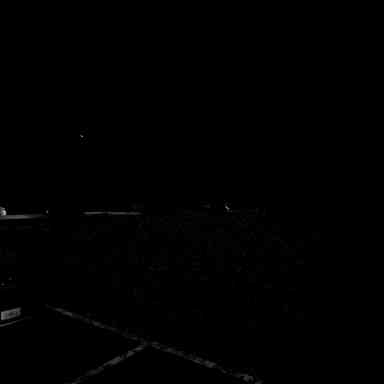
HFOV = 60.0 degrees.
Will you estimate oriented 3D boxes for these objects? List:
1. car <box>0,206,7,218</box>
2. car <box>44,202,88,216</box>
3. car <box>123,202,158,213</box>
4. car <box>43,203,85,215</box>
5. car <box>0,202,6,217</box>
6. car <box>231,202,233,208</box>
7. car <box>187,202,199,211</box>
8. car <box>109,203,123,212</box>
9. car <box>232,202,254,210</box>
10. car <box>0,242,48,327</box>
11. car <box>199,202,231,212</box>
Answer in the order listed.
[{"bbox_3d":[-19.886,1.817,31.039,1.812,1.442,4.674,0,-1,36],"label":"car"},{"bbox_3d":[-14.462,1.956,38.542,2.128,1.511,4.902,0,-1,36],"label":"car"},{"bbox_3d":[-7.166,2.178,48.566,1.882,1.535,5.008,0,-1,36],"label":"car"},{"bbox_3d":[-16.028,2.106,41.915,1.895,1.301,4.718,0,-1,36],"label":"car"},{"bbox_3d":[-21.914,1.822,33.810,1.837,1.490,4.892,0,-1,36],"label":"car"},{"bbox_3d":[7.034,2.559,62.446,2.128,1.511,4.902,0,-1,36],"label":"car"},{"bbox_3d":[1.148,2.366,54.255,2.128,1.511,4.902,0,-1,37],"label":"car"},{"bbox_3d":[-10.101,2.298,50.064,1.895,1.301,4.718,0,-1,36],"label":"car"},{"bbox_3d":[9.664,2.624,60.535,1.994,1.385,4.181,0,-1,36],"label":"car"},{"bbox_3d":[-4.419,1.551,6.159,4.403,1.369,2.008,0,0,36],"label":"car"},{"bbox_3d":[3.623,2.368,52.129,1.837,1.490,4.892,0,-1,36],"label":"car"}]
